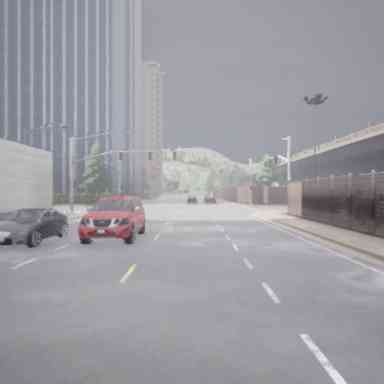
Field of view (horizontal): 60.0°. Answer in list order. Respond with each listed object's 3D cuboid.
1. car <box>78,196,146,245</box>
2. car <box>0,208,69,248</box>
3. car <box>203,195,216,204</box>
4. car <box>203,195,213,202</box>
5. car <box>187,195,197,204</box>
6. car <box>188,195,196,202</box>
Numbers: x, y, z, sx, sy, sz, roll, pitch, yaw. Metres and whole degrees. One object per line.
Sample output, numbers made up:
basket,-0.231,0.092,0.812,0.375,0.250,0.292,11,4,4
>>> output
car,-3.544,1.211,15.835,2.150,2.045,5.566,0,0,1
car,-7.054,1.481,14.673,2.128,1.511,4.902,0,0,0
car,3.507,1.432,62.811,1.882,1.535,5.008,0,0,0
car,3.508,1.351,73.235,1.837,1.490,4.892,0,0,0
car,0.007,1.432,62.812,1.882,1.535,5.008,0,0,0
car,0.008,1.350,73.236,1.837,1.490,4.892,0,0,0
